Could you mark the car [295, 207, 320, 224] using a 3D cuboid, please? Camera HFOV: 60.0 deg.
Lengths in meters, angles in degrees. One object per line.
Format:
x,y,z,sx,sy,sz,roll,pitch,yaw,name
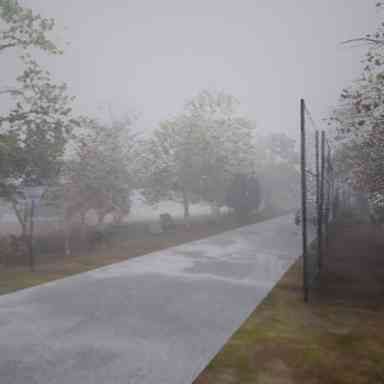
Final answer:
9.723,1.874,27.400,2.033,1.411,5.357,-1,-1,25,car
